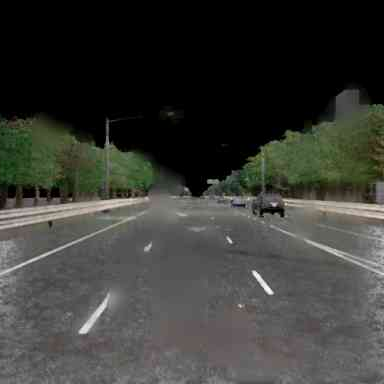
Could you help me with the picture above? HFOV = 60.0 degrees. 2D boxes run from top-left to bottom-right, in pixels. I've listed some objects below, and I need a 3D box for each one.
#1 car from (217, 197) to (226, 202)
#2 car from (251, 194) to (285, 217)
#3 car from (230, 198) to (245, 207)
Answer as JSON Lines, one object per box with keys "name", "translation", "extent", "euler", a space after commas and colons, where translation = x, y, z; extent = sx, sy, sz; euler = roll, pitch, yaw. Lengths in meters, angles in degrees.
{"name": "car", "translation": [7.172, 1.831, 81.194], "extent": [2.033, 1.411, 5.357], "euler": [0, -1, 0]}
{"name": "car", "translation": [6.999, 1.230, 30.957], "extent": [2.150, 2.045, 5.566], "euler": [0, 0, 0]}
{"name": "car", "translation": [7.035, 1.613, 51.595], "extent": [1.994, 1.385, 4.181], "euler": [0, 0, 0]}
